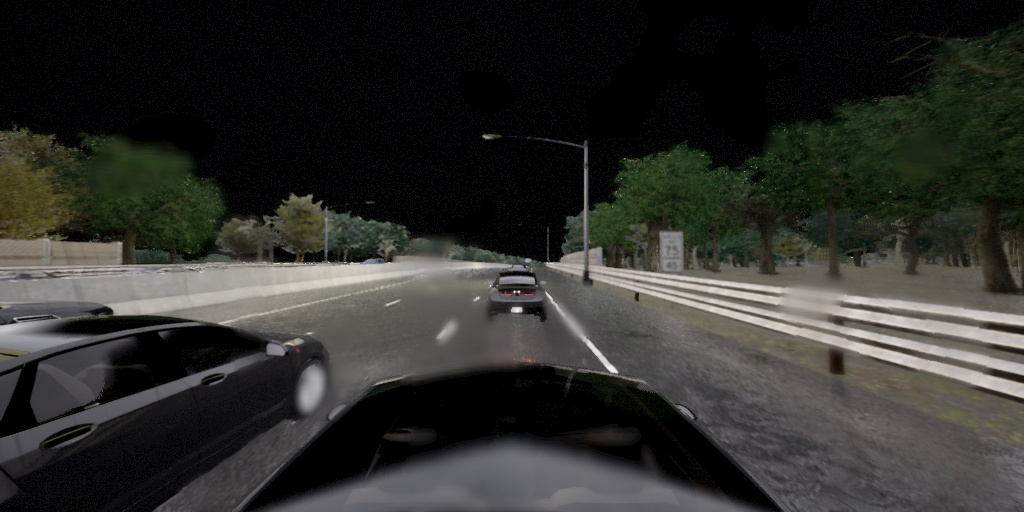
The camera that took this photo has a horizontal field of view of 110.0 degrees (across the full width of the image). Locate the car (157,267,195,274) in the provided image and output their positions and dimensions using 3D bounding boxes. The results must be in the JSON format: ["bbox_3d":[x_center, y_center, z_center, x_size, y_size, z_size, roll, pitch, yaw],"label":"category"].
[{"bbox_3d":[-17.471,1.287,17.400,2.128,1.511,4.902,0,0,1],"label":"car"}]

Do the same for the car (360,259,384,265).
[{"bbox_3d":[-23.090,1.462,59.428,2.150,2.045,5.566,0,-1,3],"label":"car"}]

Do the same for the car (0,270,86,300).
[{"bbox_3d":[-24.479,1.399,17.436,1.895,1.301,4.718,0,0,1],"label":"car"}]

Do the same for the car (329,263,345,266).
[{"bbox_3d":[-20.361,1.564,41.905,1.994,1.385,4.181,0,-1,2],"label":"car"}]

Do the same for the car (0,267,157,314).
[{"bbox_3d":[-6.890,0.971,3.050,2.150,2.045,5.566,0,0,0],"label":"car"}]

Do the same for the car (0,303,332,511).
[{"bbox_3d":[-3.387,1.256,2.976,1.837,1.490,4.892,0,0,0],"label":"car"}]

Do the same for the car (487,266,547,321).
[{"bbox_3d":[0.171,1.281,12.568,1.837,1.490,4.892,0,0,1],"label":"car"}]

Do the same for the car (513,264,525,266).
[{"bbox_3d":[0.674,1.504,37.062,1.994,1.385,4.181,0,-1,2],"label":"car"}]
